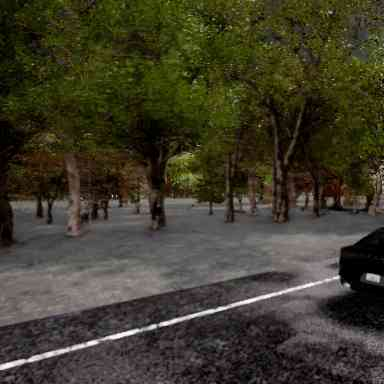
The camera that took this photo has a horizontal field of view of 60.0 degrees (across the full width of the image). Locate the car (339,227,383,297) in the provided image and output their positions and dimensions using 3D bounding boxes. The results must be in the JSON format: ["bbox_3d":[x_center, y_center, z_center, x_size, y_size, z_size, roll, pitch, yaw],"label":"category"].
[{"bbox_3d":[5.463,1.478,7.767,5.008,1.535,1.882,0,0,-35],"label":"car"}]
